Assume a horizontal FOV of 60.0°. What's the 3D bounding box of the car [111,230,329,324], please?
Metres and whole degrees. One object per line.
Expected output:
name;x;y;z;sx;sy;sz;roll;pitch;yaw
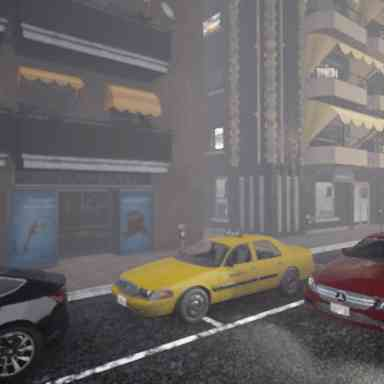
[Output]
car;0.726;1.543;7.173;4.829;1.417;1.752;0;0;-37

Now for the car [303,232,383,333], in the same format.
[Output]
car;4.123;1.527;6.469;4.674;1.442;1.812;0;0;-37

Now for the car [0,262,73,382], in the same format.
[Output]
car;-3.666;1.594;3.897;4.313;1.339;1.947;0;0;-37
